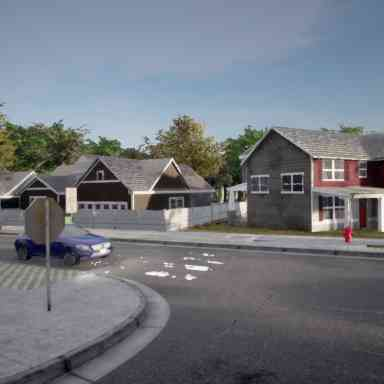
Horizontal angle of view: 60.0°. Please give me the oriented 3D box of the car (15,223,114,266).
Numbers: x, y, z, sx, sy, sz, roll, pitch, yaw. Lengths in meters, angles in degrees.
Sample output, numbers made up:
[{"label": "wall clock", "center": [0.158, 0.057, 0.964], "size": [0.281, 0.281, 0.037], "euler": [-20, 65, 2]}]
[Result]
[{"label": "car", "center": [-5.383, 2.051, 13.749], "size": [4.674, 1.442, 1.812], "euler": [-2, 0, 30]}]
